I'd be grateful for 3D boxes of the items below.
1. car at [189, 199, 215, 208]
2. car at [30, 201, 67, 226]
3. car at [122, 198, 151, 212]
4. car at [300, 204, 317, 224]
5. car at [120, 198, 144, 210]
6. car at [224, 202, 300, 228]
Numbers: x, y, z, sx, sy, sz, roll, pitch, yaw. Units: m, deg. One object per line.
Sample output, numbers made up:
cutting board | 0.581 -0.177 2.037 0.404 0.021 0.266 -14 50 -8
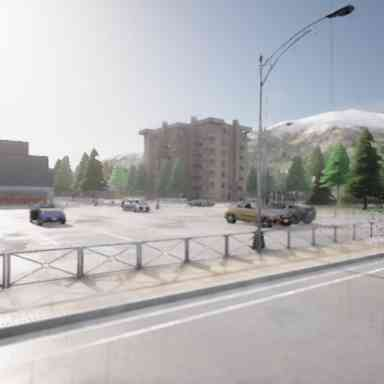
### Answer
car | 1.574 1.914 56.044 2.033 1.411 5.357 1 0 -36
car | -9.640 1.374 22.227 1.845 1.501 3.633 1 0 -36
car | -6.356 1.568 38.159 1.970 1.475 3.806 1 0 -36
car | 6.967 1.557 24.821 2.007 1.523 4.514 1 0 -36
car | -8.285 1.590 45.919 1.845 1.501 3.633 1 0 -36
car | 4.455 1.513 22.942 2.152 1.636 5.027 1 0 -36
